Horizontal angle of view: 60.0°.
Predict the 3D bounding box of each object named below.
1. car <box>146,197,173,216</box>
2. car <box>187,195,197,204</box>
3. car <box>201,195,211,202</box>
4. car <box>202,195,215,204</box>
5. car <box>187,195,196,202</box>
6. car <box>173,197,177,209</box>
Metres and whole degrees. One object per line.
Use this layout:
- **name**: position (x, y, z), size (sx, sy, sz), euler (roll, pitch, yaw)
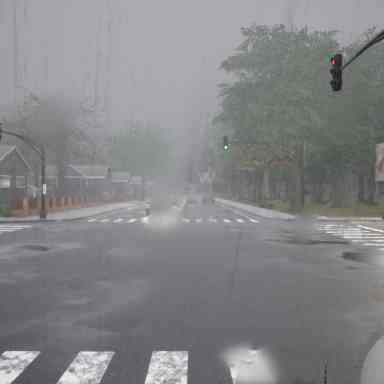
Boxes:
- **car**: position (-3.253, 1.351, 32.574), size (2.097, 1.767, 4.553), euler (0, 0, 0)
- **car**: position (-0.048, 1.543, 63.780), size (2.033, 1.411, 5.357), euler (0, 0, 0)
- **car**: position (3.157, 1.362, 74.217), size (2.033, 1.411, 5.357), euler (0, 0, 0)
- **car**: position (3.200, 1.347, 64.181), size (2.097, 1.767, 4.553), euler (0, 0, 0)
- **car**: position (-0.092, 1.418, 74.234), size (1.895, 1.301, 4.718), euler (0, 0, 0)
- **car**: position (-3.294, 1.505, 42.734), size (1.837, 1.490, 4.892), euler (0, 0, 0)
